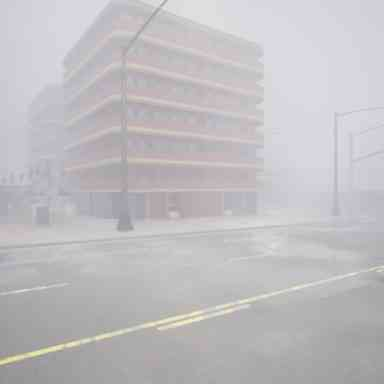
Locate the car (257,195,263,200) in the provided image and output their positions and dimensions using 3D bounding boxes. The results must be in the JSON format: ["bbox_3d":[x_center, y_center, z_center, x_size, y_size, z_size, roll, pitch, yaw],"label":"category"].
[{"bbox_3d":[17.829,1.426,85.526,3.806,1.475,1.970,-1,0,-35],"label":"car"}]
